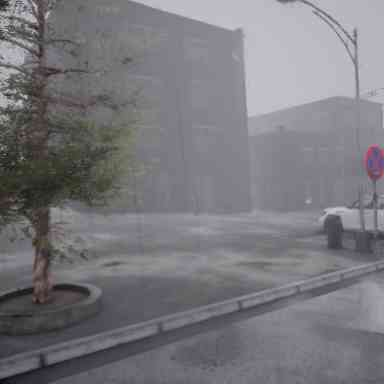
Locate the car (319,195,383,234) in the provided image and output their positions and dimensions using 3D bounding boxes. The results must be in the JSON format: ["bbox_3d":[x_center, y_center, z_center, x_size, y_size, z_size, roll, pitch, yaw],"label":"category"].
[{"bbox_3d":[8.692,1.123,15.240,2.435,2.045,5.566,0,0,-36],"label":"car"}]
